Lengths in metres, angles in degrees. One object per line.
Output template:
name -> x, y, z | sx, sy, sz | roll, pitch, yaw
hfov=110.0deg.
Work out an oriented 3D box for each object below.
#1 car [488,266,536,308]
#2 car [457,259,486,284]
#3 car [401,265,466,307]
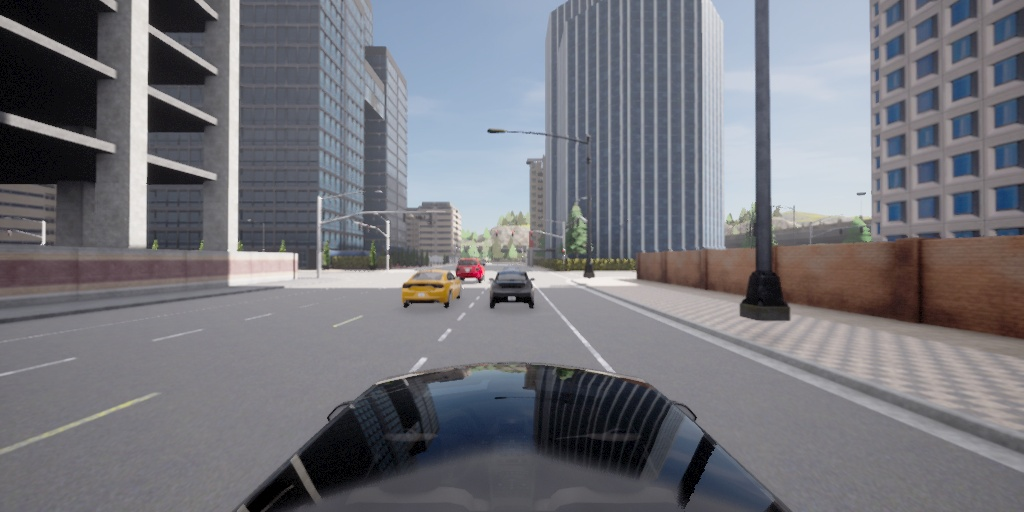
car -> 0.002, 1.394, 16.163 | 1.837, 1.490, 4.892 | 0, 0, 0
car -> -3.545, 1.242, 30.897 | 2.150, 2.045, 5.566 | 0, 0, -1
car -> -3.496, 1.366, 16.332 | 1.882, 1.535, 5.008 | 0, 0, 0
